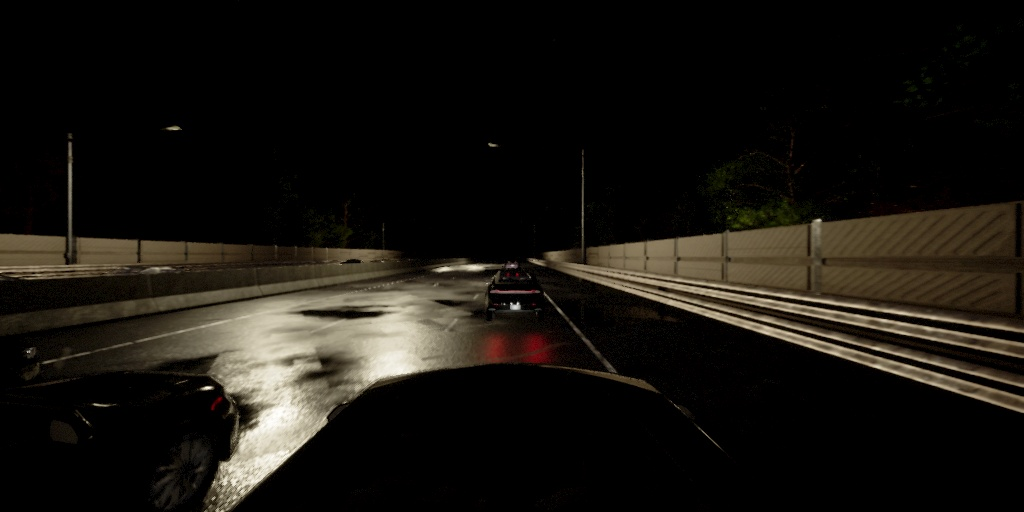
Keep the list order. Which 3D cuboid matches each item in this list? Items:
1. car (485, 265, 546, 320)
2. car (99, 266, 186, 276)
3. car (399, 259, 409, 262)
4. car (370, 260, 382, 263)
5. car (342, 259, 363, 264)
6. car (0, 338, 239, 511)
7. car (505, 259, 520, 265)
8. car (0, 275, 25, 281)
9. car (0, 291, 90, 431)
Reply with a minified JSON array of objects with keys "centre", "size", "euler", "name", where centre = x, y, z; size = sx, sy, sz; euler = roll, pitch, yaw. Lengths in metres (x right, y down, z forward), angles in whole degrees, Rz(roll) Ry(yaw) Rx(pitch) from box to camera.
[{"centre":[0.094,1.244,12.620],"size":[2.128,1.511,4.902],"euler":[0,0,0],"name":"car"},{"centre":[-17.608,1.246,16.897],"size":[2.128,1.511,4.902],"euler":[0,0,0],"name":"car"},{"centre":[-17.579,1.254,58.243],"size":[2.128,1.511,4.902],"euler":[0,0,1],"name":"car"},{"centre":[-21.082,1.326,55.986],"size":[1.994,1.385,4.181],"euler":[0,0,0],"name":"car"},{"centre":[-24.579,1.266,55.144],"size":[1.837,1.490,4.892],"euler":[0,0,0],"name":"car"},{"centre":[-3.404,1.255,1.264],"size":[1.837,1.490,4.892],"euler":[0,0,0],"name":"car"},{"centre":[0.073,1.188,44.473],"size":[2.033,1.649,4.856],"euler":[0,0,0],"name":"car"},{"centre":[-21.106,1.318,13.542],"size":[1.994,1.385,4.181],"euler":[0,0,0],"name":"car"},{"centre":[-6.904,1.242,2.510],"size":[2.128,1.511,4.902],"euler":[0,0,0],"name":"car"}]
